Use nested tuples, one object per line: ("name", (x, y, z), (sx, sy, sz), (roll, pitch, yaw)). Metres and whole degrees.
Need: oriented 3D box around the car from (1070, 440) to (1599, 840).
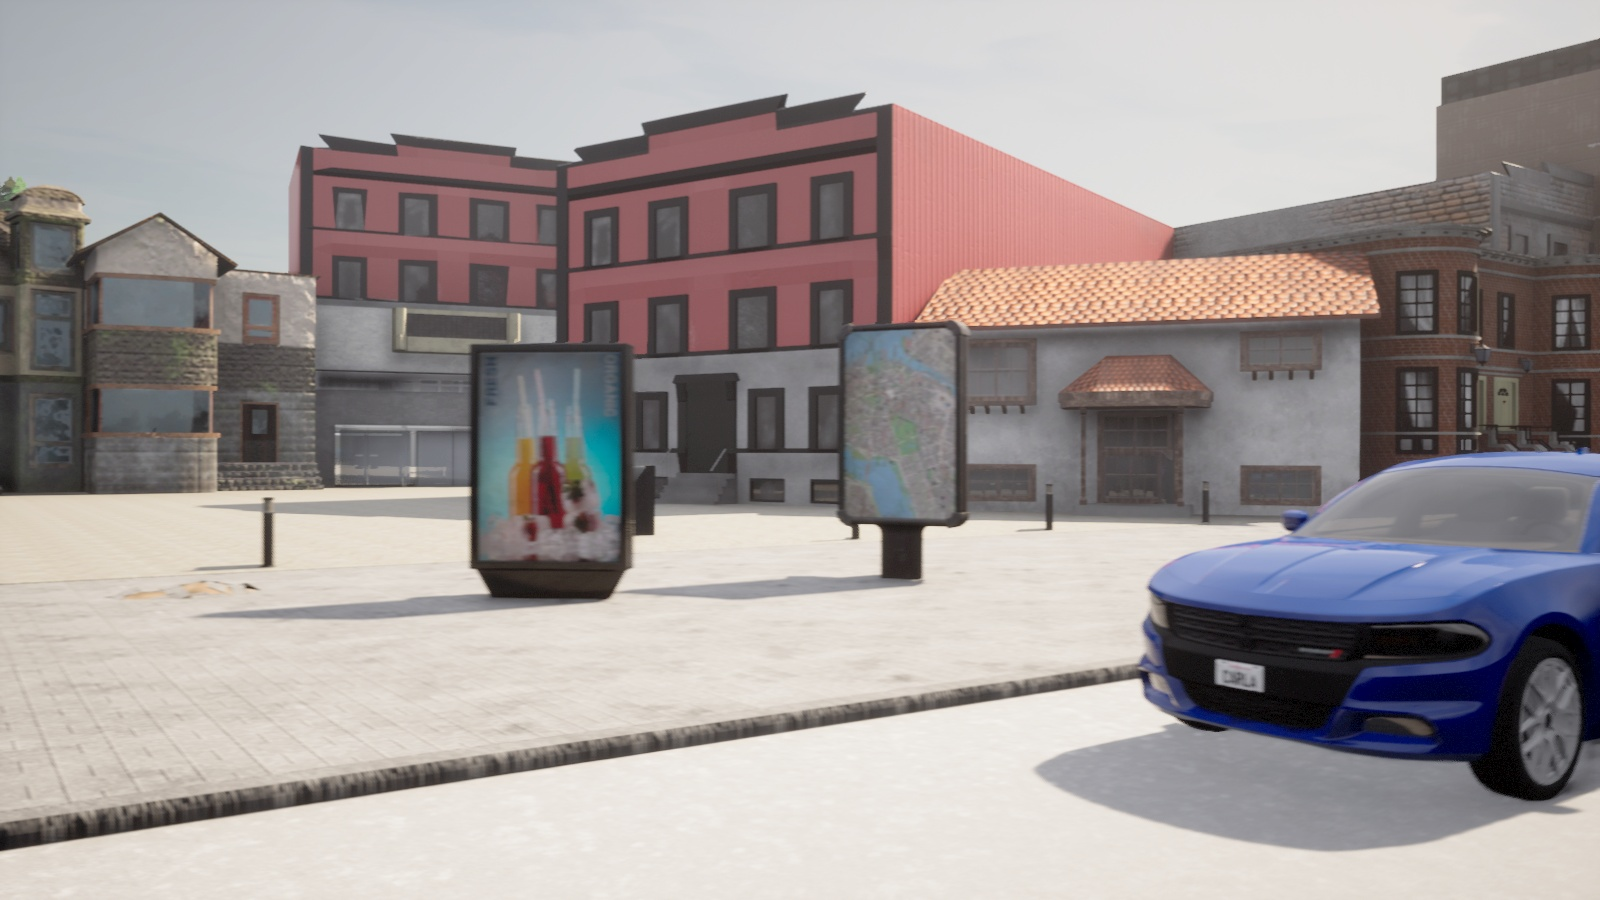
("car", (3.961, 0.731, 7.026), (5.008, 1.535, 1.882), (0, 0, -35))
